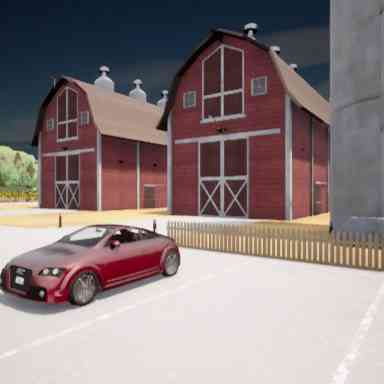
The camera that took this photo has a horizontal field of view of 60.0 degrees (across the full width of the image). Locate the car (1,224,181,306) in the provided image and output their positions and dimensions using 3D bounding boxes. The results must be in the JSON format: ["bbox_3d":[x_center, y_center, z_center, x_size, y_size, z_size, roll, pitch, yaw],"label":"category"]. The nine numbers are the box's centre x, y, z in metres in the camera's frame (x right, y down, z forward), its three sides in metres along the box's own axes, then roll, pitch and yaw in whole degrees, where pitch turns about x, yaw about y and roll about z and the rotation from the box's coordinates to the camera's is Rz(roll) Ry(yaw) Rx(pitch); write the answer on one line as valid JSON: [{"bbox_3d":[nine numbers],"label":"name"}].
[{"bbox_3d":[-2.108,1.496,7.901,1.994,1.381,4.181,0,0,35],"label":"car"}]
